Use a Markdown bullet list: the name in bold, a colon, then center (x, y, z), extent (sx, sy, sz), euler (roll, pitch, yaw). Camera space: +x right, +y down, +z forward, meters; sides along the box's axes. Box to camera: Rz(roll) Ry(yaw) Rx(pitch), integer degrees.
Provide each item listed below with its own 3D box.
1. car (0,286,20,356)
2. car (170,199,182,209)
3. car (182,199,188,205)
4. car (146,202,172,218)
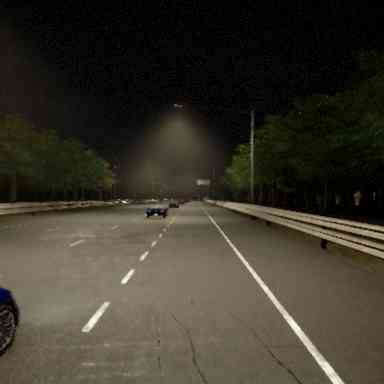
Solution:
- **car**: center (-3.491, 1.522, 3.054), extent (1.812, 1.442, 4.674), euler (0, 0, 0)
- **car**: center (-3.265, 2.340, 60.639), extent (1.895, 1.301, 4.718), euler (0, -1, 0)
- **car**: center (-3.009, 2.671, 89.762), extent (2.097, 1.767, 4.553), euler (0, -1, 1)
- **car**: center (-3.416, 1.884, 33.654), extent (1.895, 1.301, 4.718), euler (0, -1, 0)
